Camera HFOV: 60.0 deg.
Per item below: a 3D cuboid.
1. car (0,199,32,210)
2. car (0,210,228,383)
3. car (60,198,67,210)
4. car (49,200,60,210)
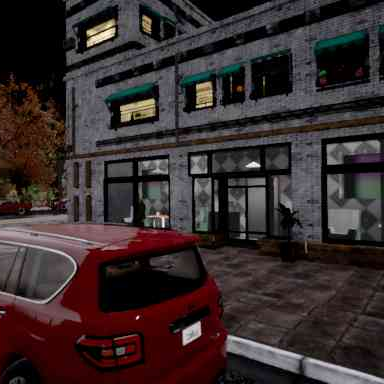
[{"bbox_3d":[-17.553,1.455,30.734,1.895,1.301,4.718,-1,0,37],"label":"car"},{"bbox_3d":[-1.942,1.315,4.295,5.009,1.841,2.192,0,-1,36],"label":"car"},{"bbox_3d":[-12.091,1.113,38.021,2.097,1.767,4.553,-1,0,37],"label":"car"},{"bbox_3d":[-14.816,1.369,39.799,1.994,1.385,4.181,-1,0,37],"label":"car"}]
